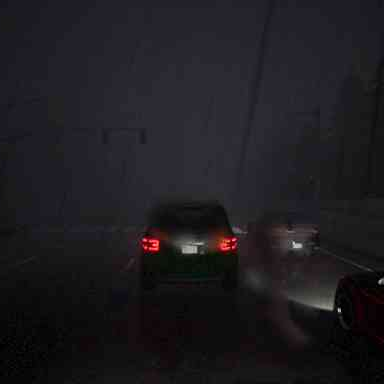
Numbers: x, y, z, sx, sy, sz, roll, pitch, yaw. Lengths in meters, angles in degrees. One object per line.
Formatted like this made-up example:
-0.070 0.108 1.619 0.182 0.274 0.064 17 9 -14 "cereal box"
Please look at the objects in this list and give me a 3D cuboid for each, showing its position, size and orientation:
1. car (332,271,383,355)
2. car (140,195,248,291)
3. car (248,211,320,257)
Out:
3.425 1.564 4.043 1.994 1.385 4.181 0 0 -1 "car"
-0.098 1.221 9.194 2.150 2.045 5.566 0 0 -1 "car"
3.336 1.492 12.951 2.128 1.511 4.902 0 0 0 "car"
